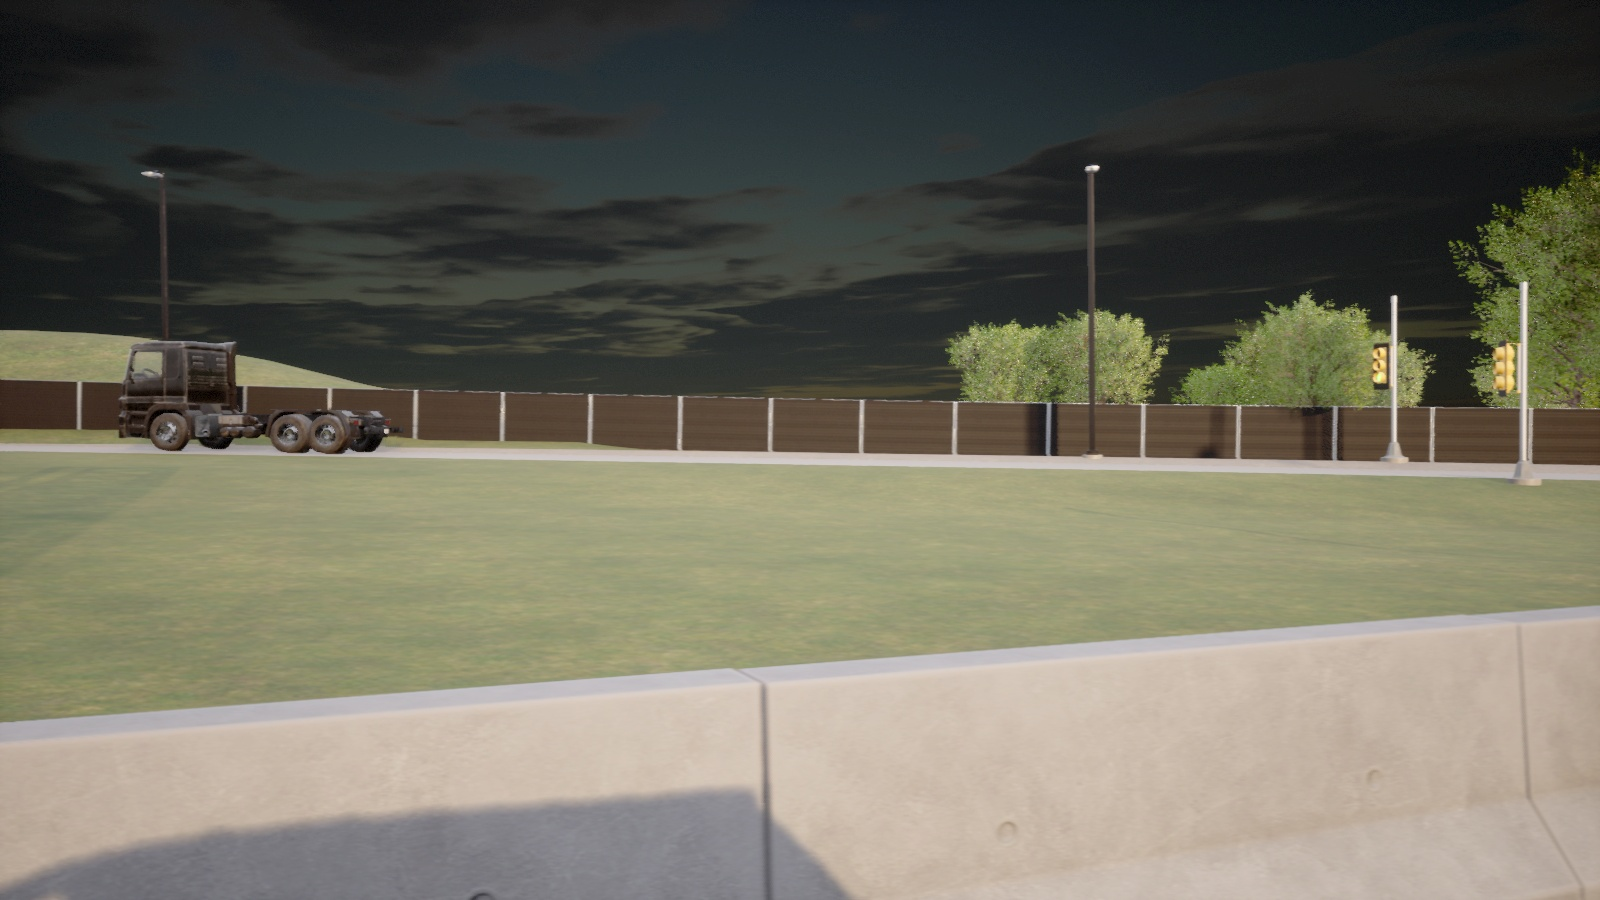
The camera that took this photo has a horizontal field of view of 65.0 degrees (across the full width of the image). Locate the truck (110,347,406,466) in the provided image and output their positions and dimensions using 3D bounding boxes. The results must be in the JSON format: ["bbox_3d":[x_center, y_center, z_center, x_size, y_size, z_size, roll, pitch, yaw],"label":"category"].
[{"bbox_3d":[-16.640,-1.308,38.848,7.936,3.462,2.891,0,2,6],"label":"truck"}]
